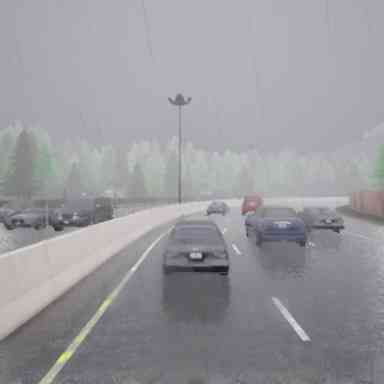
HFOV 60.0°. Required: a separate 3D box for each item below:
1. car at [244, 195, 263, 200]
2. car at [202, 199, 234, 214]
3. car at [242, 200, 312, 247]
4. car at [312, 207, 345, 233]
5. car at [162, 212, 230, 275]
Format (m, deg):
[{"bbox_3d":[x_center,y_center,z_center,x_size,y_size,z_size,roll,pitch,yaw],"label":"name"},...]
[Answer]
[{"bbox_3d":[6.612,1.382,35.521,2.150,2.045,5.566,0,0,14],"label":"car"},{"bbox_3d":[2.817,1.704,34.912,2.033,1.411,5.357,0,0,13],"label":"car"},{"bbox_3d":[3.772,1.422,15.671,2.097,1.767,4.553,0,0,2],"label":"car"},{"bbox_3d":[7.526,1.639,20.296,2.033,1.411,5.357,0,0,5],"label":"car"},{"bbox_3d":[0.127,1.595,10.562,2.033,1.411,5.357,0,0,1],"label":"car"}]
